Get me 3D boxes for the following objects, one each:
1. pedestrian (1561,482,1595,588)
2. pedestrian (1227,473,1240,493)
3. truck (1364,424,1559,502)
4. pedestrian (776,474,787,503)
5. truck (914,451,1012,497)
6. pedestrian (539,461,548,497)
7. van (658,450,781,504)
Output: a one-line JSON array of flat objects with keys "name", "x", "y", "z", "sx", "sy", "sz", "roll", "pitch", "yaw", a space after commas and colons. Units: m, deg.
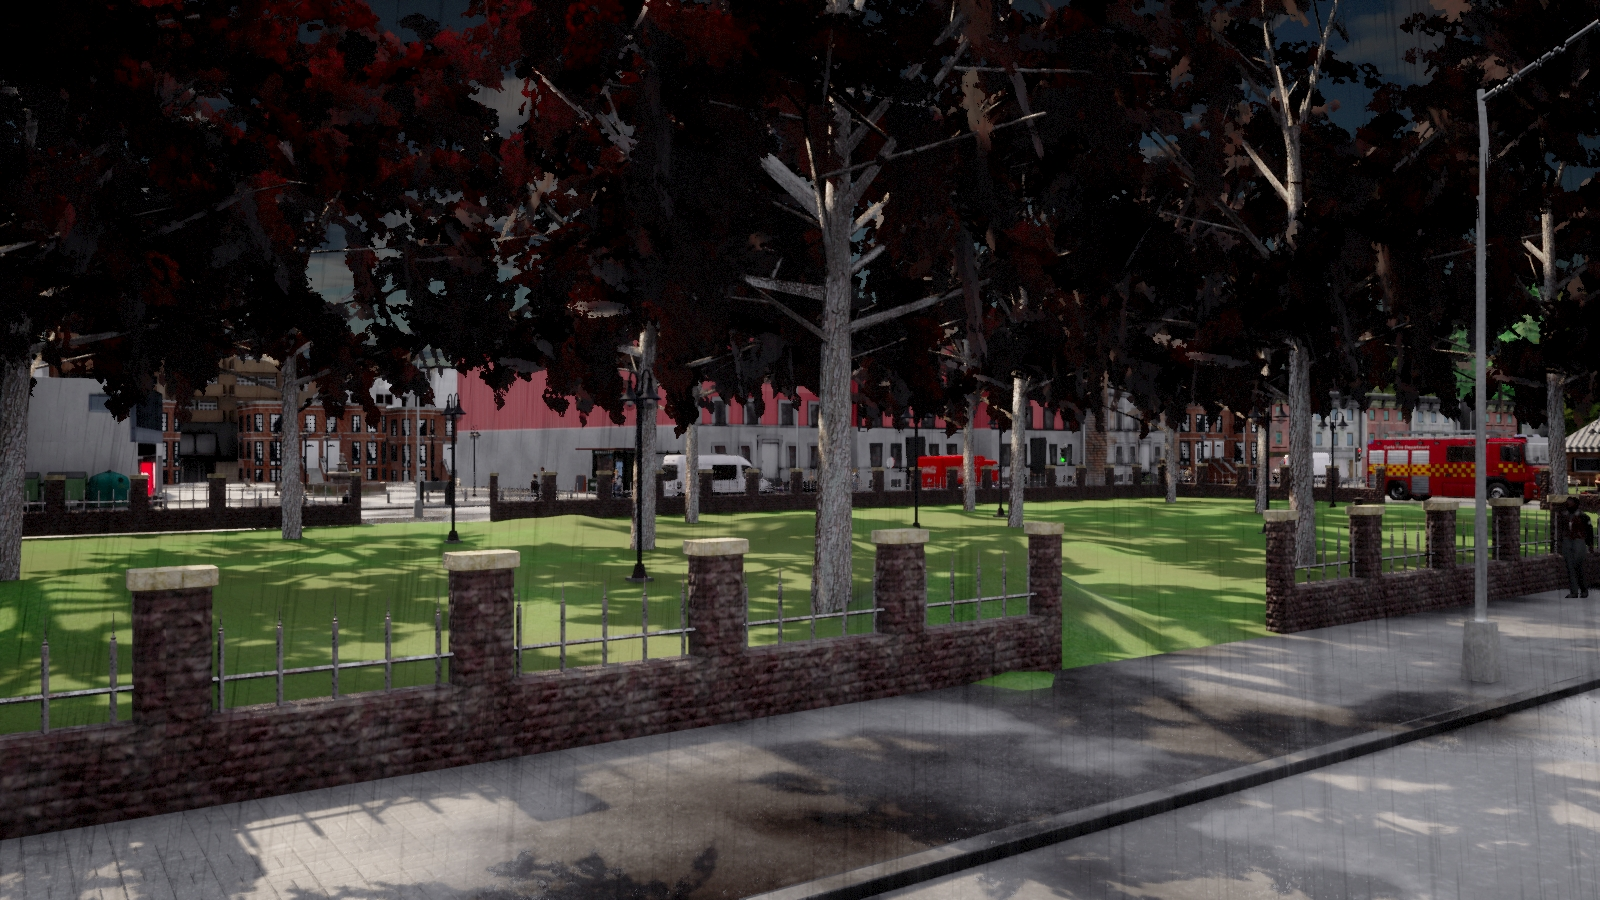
[{"name": "pedestrian", "x": 13.977, "y": 1.515, "z": 20.532, "sx": 0.375, "sy": 1.860, "sz": 0.375, "roll": 0, "pitch": 0, "yaw": -25}, {"name": "pedestrian", "x": 24.778, "y": 1.883, "z": 65.281, "sx": 0.500, "sy": 1.100, "sz": 0.500, "roll": 0, "pitch": 0, "yaw": -36}, {"name": "truck", "x": 34.631, "y": 0.645, "z": 60.204, "sx": 2.891, "sy": 3.827, "sz": 8.468, "roll": 0, "pitch": 0, "yaw": -34}, {"name": "pedestrian", "x": -0.861, "y": 1.792, "z": 53.232, "sx": 0.375, "sy": 1.300, "sz": 0.375, "roll": 0, "pitch": 0, "yaw": -36}, {"name": "truck", "x": 9.489, "y": 1.345, "z": 66.348, "sx": 5.204, "sy": 2.467, "sz": 2.627, "roll": -1, "pitch": 1, "yaw": -35}, {"name": "pedestrian", "x": -13.367, "y": 1.515, "z": 59.519, "sx": 0.375, "sy": 1.860, "sz": 0.375, "roll": 0, "pitch": 0, "yaw": -23}, {"name": "van", "x": -3.966, "y": 1.302, "z": 56.932, "sx": 5.915, "sy": 2.561, "sz": 1.988, "roll": 0, "pitch": 0, "yaw": -35}]
